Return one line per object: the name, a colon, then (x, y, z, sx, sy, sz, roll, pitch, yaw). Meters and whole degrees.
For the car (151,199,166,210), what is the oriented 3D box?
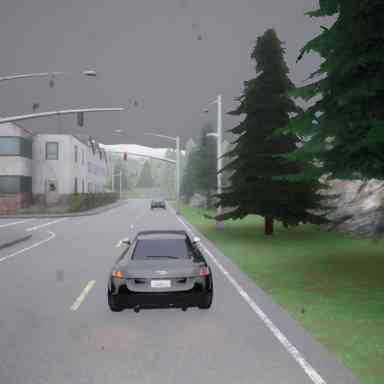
car: (-4.476, 1.601, 43.914, 1.895, 1.301, 4.718, 0, 0, -6)

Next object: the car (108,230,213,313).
car: (-0.703, 1.564, 7.782, 1.994, 1.385, 4.181, 0, 0, -5)
